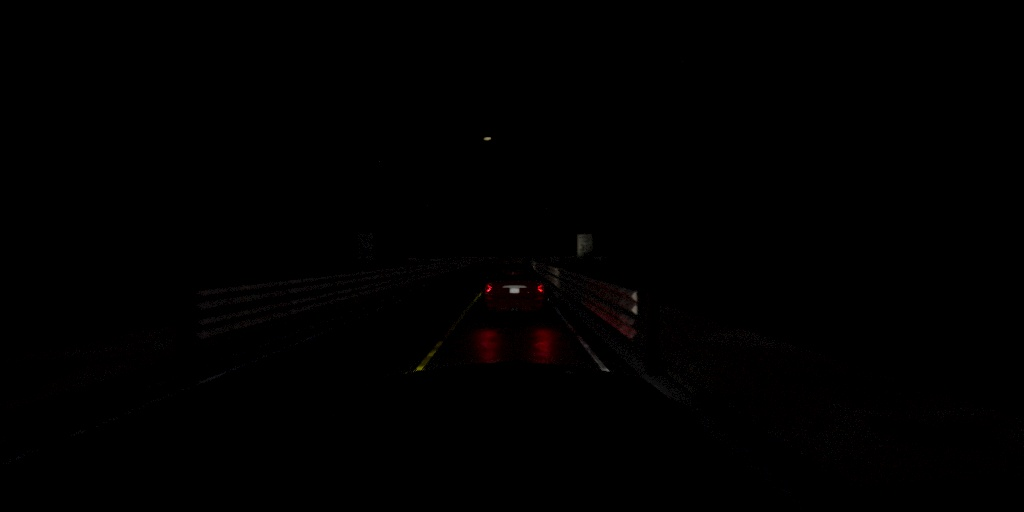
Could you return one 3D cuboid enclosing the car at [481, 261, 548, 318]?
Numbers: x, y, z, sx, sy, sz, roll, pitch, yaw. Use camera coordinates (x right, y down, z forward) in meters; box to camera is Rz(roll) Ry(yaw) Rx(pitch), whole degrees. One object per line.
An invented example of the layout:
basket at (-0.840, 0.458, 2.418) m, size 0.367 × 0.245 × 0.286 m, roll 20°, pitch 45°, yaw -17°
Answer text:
car at (0.085, 1.064, 12.997) m, size 2.097 × 1.767 × 4.553 m, roll 0°, pitch 0°, yaw 0°
